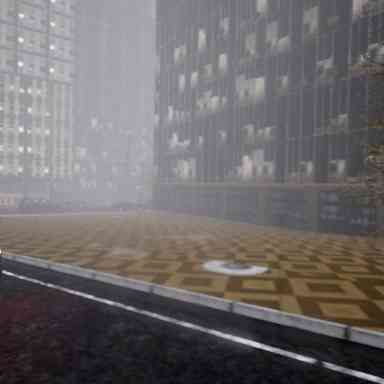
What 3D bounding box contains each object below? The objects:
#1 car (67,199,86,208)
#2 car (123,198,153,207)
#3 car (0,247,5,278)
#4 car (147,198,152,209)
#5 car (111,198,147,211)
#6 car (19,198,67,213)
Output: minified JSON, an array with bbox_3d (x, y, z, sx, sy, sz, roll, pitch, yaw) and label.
[{"bbox_3d":[-18.450,1.704,50.854,4.403,1.369,2.008,1,1,-34],"label":"car"},{"bbox_3d":[-9.235,1.770,57.163,4.829,1.417,1.752,1,1,-34],"label":"car"},{"bbox_3d":[-6.433,1.518,8.258,4.674,1.442,1.812,0,0,36],"label":"car"},{"bbox_3d":[-4.640,1.768,50.754,5.009,1.841,2.192,1,1,-34],"label":"car"},{"bbox_3d":[-9.323,1.952,47.555,4.507,1.381,1.887,1,1,-34],"label":"car"},{"bbox_3d":[-18.673,1.630,41.146,5.009,1.841,2.192,1,1,-34],"label":"car"}]
